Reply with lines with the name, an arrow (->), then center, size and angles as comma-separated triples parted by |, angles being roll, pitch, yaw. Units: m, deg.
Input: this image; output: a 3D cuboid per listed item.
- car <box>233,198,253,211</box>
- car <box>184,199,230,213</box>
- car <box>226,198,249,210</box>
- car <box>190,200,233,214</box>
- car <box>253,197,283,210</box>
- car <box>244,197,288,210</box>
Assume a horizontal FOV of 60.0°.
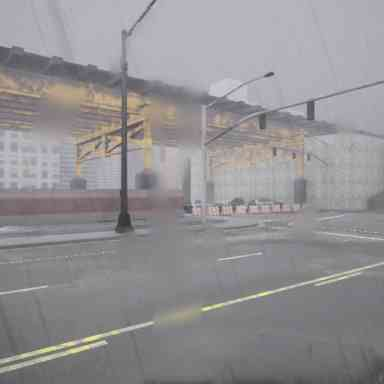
car -> 5.269, 1.453, 37.920 | 2.038, 1.542, 4.974 | 0, 0, 18
car -> 1.471, 1.295, 35.245 | 4.536, 1.218, 1.853 | 0, 0, 8
car -> 5.285, 1.295, 37.970 | 1.853, 1.218, 4.536 | 0, 0, 18
car -> 1.522, 1.453, 35.238 | 4.974, 1.542, 2.038 | 0, 0, 8
car -> 9.131, 1.295, 41.670 | 4.536, 1.218, 1.853 | 0, 0, -7
car -> 9.183, 1.453, 41.677 | 4.974, 1.542, 2.038 | 0, 0, -7
